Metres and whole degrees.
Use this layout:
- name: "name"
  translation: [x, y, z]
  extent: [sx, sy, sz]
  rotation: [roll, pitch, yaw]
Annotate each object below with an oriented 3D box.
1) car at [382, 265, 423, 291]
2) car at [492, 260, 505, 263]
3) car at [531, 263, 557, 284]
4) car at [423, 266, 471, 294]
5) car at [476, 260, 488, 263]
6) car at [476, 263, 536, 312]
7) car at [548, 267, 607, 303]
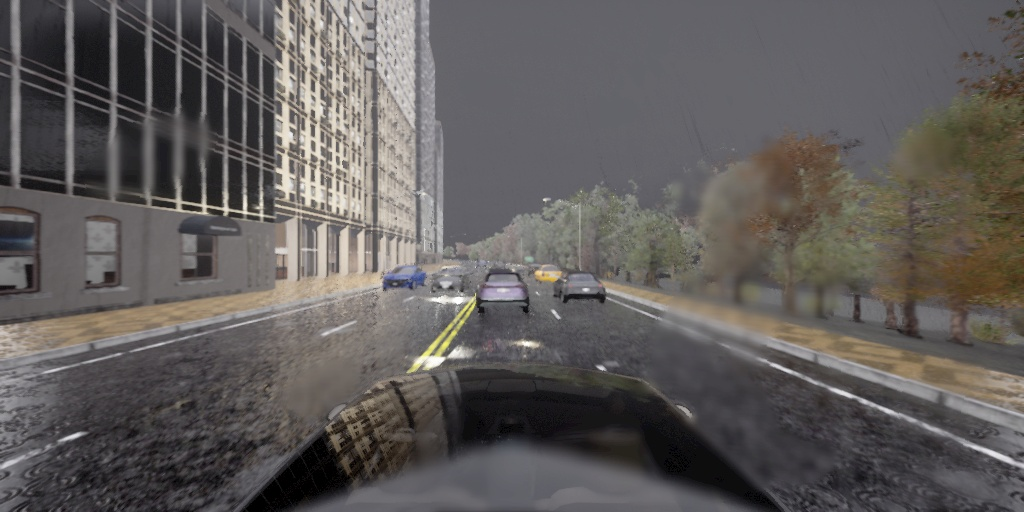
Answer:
- name: "car"
  translation: [-6.874, 1.371, 23.384]
  extent: [1.882, 1.535, 5.008]
  rotation: [0, 0, -1]
- name: "car"
  translation: [-2.023, 1.616, 63.848]
  extent: [2.128, 1.511, 4.902]
  rotation: [0, 0, -3]
- name: "car"
  translation: [2.857, 1.373, 28.529]
  extent: [1.801, 1.575, 5.366]
  rotation: [0, 0, -2]
- name: "car"
  translation: [-3.579, 1.370, 21.518]
  extent: [2.128, 1.511, 4.902]
  rotation: [0, 0, -1]
- name: "car"
  translation: [-5.300, 1.407, 63.270]
  extent: [1.882, 1.535, 5.008]
  rotation: [0, 0, -4]
- name: "car"
  translation: [-0.382, 1.264, 14.656]
  extent: [2.033, 1.649, 4.856]
  rotation: [0, 0, -3]
- name: "car"
  translation: [3.116, 1.411, 17.284]
  extent: [1.994, 1.385, 4.181]
  rotation: [0, 0, -1]
